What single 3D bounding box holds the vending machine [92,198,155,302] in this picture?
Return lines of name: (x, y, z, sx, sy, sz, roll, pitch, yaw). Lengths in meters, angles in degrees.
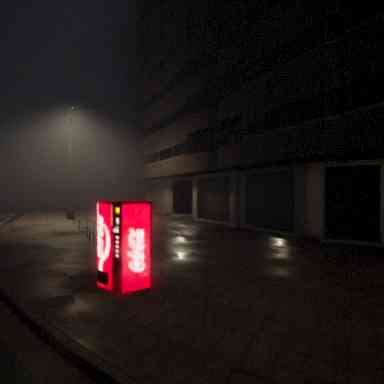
vending machine: (-1.535, 1.195, 7.476, 1.100, 2.100, 0.880, 0, 0, -41)
